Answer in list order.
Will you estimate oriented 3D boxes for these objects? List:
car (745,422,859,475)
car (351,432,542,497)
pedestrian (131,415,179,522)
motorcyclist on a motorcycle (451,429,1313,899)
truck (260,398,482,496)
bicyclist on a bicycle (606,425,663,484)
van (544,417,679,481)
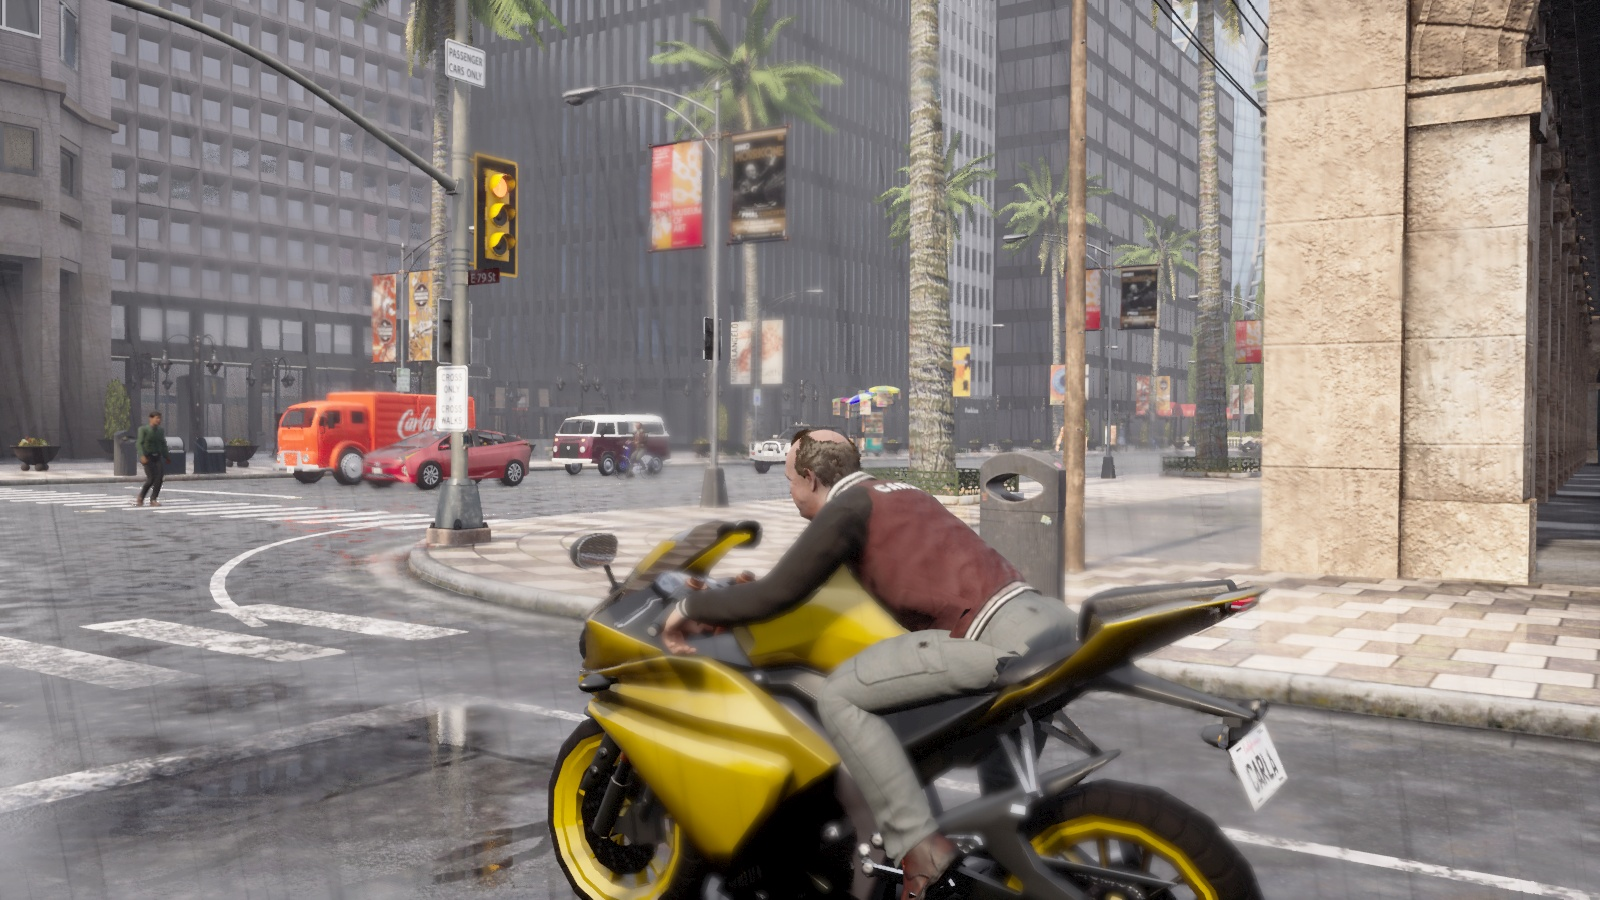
[{"bbox_3d":[0.139,-0.084,46.171,1.932,1.855,4.605,0,1,33],"label":"car"},{"bbox_3d":[-8.995,0.318,32.343,2.007,1.525,4.514,0,1,33],"label":"car"},{"bbox_3d":[-11.951,0.329,23.250,0.788,1.949,0.423,0,1,33],"label":"pedestrian"},{"bbox_3d":[0.146,0.718,3.421,2.191,1.530,0.866,0,1,33],"label":"motorcyclist on a motorcycle"},{"bbox_3d":[-11.689,-0.122,34.589,2.627,2.467,5.204,0,1,35],"label":"truck"},{"bbox_3d":[-5.040,0.124,38.327,0.659,1.776,1.843,0,1,33],"label":"bicyclist on a bicycle"},{"bbox_3d":[-6.340,-0.071,42.710,2.069,2.038,4.480,0,1,33],"label":"van"}]
